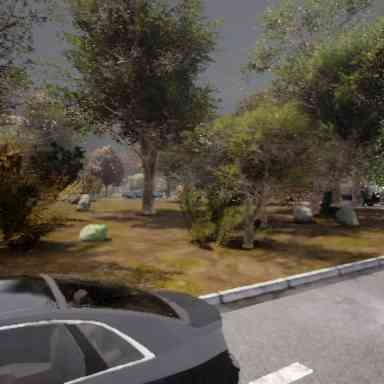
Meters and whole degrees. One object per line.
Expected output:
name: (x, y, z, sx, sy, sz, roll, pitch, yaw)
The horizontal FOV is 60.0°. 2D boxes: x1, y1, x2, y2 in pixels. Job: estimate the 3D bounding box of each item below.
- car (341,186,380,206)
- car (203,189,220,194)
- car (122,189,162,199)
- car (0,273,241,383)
car: (17.187, 0.425, 35.913, 2.150, 2.045, 5.566, 0, 1, -35)
car: (2.607, 0.338, 44.425, 5.008, 1.535, 1.882, 1, -1, 3)
car: (-6.817, 0.307, 45.567, 5.357, 1.411, 2.033, 1, 0, -28)
car: (-1.916, 1.482, 2.227, 4.892, 1.490, 1.837, 0, 0, -31)
